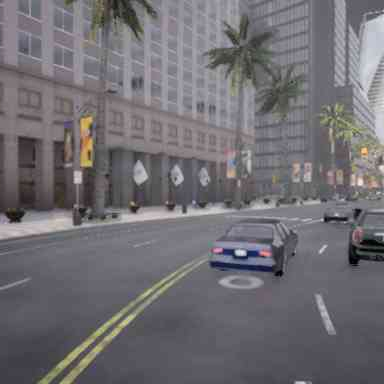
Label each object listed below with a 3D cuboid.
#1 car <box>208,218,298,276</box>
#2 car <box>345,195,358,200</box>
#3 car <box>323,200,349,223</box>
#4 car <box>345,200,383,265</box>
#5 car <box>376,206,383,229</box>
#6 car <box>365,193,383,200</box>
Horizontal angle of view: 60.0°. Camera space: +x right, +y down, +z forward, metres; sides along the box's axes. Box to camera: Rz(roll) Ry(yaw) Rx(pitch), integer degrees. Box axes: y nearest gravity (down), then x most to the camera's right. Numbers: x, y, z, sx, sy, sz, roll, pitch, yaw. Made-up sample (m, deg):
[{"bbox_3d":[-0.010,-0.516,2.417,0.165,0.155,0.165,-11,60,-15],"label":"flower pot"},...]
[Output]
[{"bbox_3d":[2.146,1.526,10.420,2.033,1.411,5.357,0,0,23],"label":"car"},{"bbox_3d":[34.397,1.364,71.743,2.161,1.482,4.786,0,0,37],"label":"car"},{"bbox_3d":[11.174,1.514,24.443,1.994,1.385,4.181,0,0,38],"label":"car"},{"bbox_3d":[6.414,1.328,11.158,2.097,1.767,4.553,0,0,26],"label":"car"},{"bbox_3d":[13.588,1.555,21.536,1.895,1.301,4.718,0,0,42],"label":"car"},{"bbox_3d":[41.829,1.366,76.218,2.128,1.511,4.902,0,0,37],"label":"car"}]
